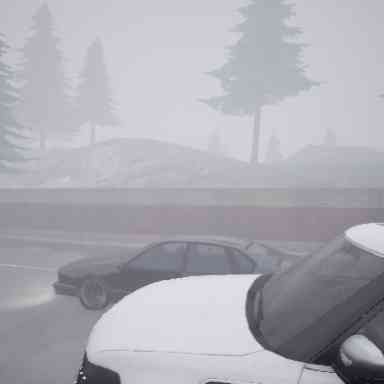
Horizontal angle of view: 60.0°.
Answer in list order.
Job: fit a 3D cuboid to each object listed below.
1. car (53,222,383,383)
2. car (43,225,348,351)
[{"bbox_3d":[1.840,1.223,2.334,5.566,2.045,2.150,0,0,16],"label":"car"},{"bbox_3d":[-0.005,1.543,6.526,5.357,1.411,2.033,0,0,19],"label":"car"}]
